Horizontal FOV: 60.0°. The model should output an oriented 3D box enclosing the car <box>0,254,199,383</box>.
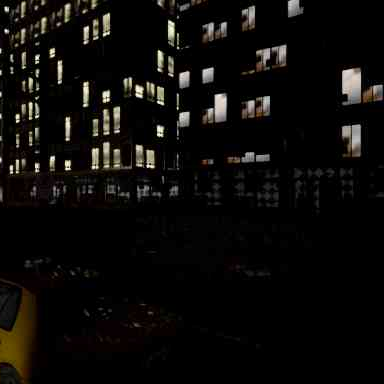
[{"bbox_3d":[-2.208,1.525,4.445,4.829,1.417,1.752,0,0,36],"label":"car"}]
